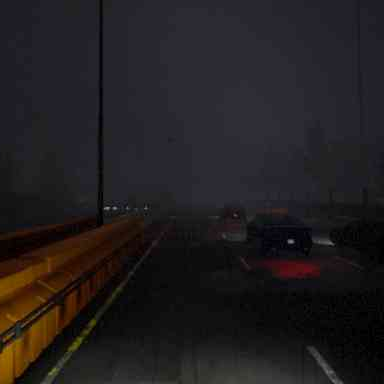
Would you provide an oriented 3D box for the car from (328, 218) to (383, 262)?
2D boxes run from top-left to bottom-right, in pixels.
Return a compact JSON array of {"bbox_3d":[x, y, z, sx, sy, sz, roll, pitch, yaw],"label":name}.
[{"bbox_3d":[7.009,1.669,12.513,2.033,1.411,5.357,0,-1,0],"label":"car"}]

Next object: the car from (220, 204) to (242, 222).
[{"bbox_3d":[3.528,1.760,29.247,1.882,1.535,5.008,0,0,0],"label":"car"}]

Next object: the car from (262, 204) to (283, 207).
[{"bbox_3d":[7.029,1.760,29.265,1.882,1.535,5.008,0,0,0],"label":"car"}]

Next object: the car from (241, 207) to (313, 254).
[{"bbox_3d":[3.525,1.616,14.254,1.882,1.535,5.008,0,0,0],"label":"car"}]
